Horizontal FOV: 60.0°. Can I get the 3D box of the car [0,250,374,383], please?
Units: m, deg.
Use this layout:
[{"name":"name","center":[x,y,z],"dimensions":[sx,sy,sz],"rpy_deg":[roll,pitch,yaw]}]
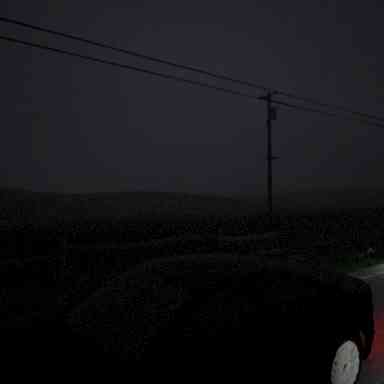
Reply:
[{"name":"car","center":[-0.036,1.474,3.558],"dimensions":[5.008,1.535,1.882],"rpy_deg":[0,0,-35]}]
